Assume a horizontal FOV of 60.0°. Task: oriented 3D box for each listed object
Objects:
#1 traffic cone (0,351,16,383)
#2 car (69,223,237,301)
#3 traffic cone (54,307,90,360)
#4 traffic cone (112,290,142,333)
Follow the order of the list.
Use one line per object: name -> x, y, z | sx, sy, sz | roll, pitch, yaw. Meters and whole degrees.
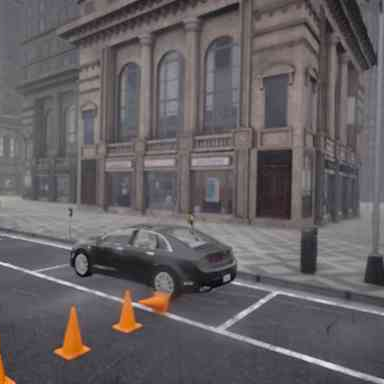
traffic cone -> -2.185, 1.851, 3.664 | 0.340, 0.580, 0.340 | 2, 1, 35
car -> -1.090, 1.408, 7.849 | 4.403, 1.369, 2.008 | 2, 1, 35
traffic cone -> -1.607, 1.852, 4.480 | 0.340, 0.580, 0.340 | 2, 1, 35
traffic cone -> -1.030, 1.853, 5.295 | 0.340, 0.580, 0.340 | 2, 1, 35
